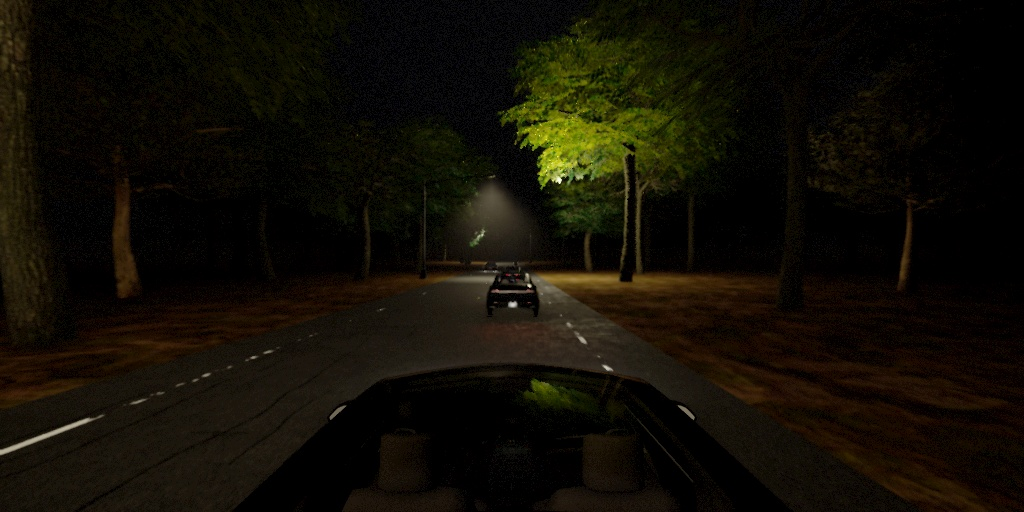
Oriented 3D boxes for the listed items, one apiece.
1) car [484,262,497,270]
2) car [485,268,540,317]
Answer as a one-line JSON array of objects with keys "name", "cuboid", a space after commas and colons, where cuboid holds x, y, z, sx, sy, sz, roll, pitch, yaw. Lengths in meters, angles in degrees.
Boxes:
[{"name": "car", "cuboid": [-3.547, 1.730, 60.290, 1.812, 1.442, 4.674, 0, 0, 1]}, {"name": "car", "cuboid": [0.043, 1.399, 14.024, 2.128, 1.511, 4.902, 0, -1, 1]}]
